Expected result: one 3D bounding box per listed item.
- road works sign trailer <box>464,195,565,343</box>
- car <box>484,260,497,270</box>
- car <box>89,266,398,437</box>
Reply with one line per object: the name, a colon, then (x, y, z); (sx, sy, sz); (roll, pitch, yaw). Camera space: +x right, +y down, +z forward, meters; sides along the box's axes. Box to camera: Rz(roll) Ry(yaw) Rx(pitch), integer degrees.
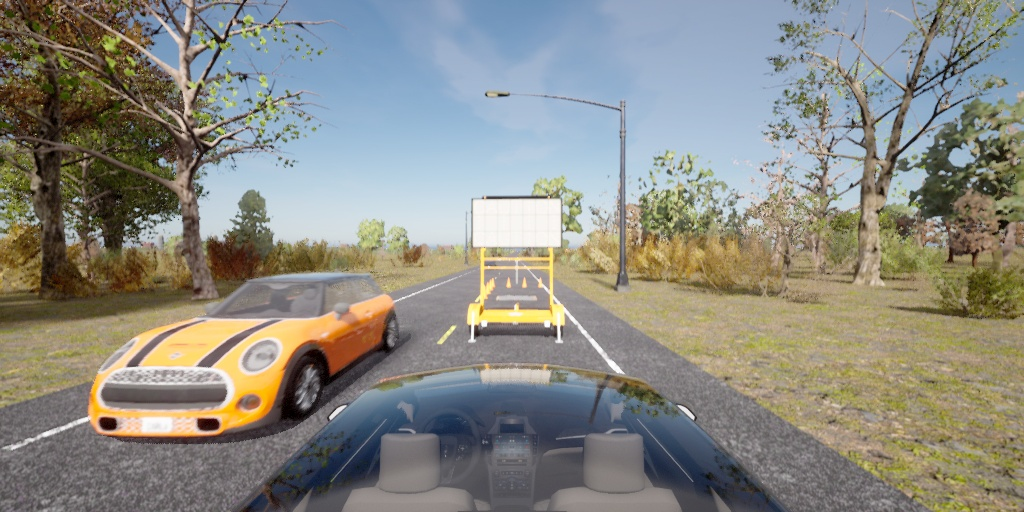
road works sign trailer: (0.130, 0.195, 9.639); (2.380, 3.560, 2.880); (0, 0, 2)
car: (-3.107, 1.192, 49.436); (1.994, 1.385, 4.181); (0, 0, 1)
car: (-3.522, 1.091, 5.829); (2.097, 1.767, 4.553); (0, 0, 1)
